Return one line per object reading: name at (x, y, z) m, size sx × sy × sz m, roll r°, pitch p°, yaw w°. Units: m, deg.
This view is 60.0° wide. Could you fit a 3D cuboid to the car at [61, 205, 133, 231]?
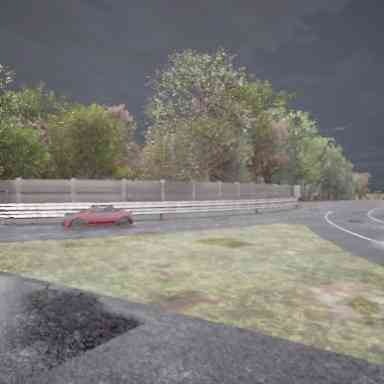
car at (-5.715, 1.488, 20.151) m, size 4.181 × 1.385 × 1.994 m, roll 0°, pitch 0°, yaw -26°
